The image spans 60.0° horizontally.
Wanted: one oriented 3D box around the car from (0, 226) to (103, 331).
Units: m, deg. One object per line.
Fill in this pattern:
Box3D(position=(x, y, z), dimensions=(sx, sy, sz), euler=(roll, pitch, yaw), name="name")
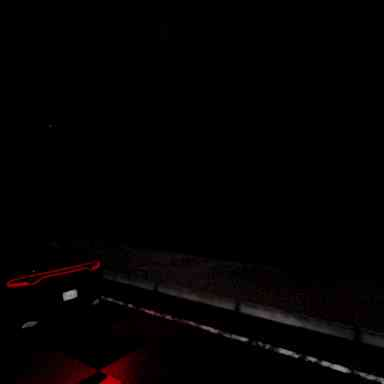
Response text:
Box3D(position=(-3.914, 1.406, 6.512), dimensions=(5.008, 1.535, 1.882), euler=(1, 0, 34), name="car")
